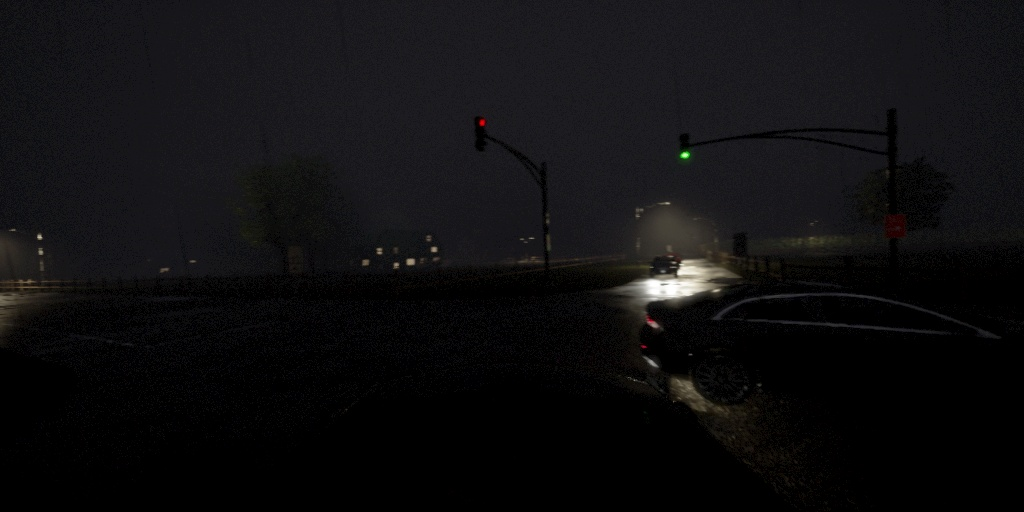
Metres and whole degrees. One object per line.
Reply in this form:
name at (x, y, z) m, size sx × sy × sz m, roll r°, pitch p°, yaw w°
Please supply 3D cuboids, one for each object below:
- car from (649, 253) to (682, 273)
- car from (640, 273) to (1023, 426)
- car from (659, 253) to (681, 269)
car at (11.364, 0.751, 26.685) m, size 2.128 × 1.511 × 4.902 m, roll -1°, pitch 0°, yaw 26°
car at (4.289, 1.086, 4.741) m, size 4.902 × 1.511 × 2.128 m, roll -2°, pitch 1°, yaw 26°
car at (16.781, 0.520, 37.959) m, size 1.882 × 1.535 × 5.008 m, roll -1°, pitch 0°, yaw 26°
